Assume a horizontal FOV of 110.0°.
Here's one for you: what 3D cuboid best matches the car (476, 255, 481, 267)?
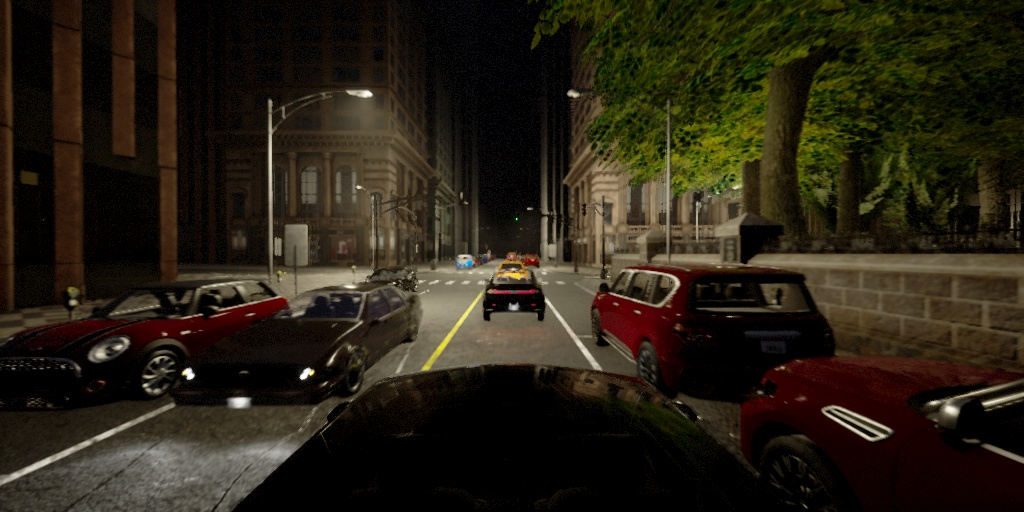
[{"bbox_3d":[-5.813,0.828,49.310,1.967,1.591,4.097,0,0,0],"label":"car"}]

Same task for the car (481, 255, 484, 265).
[{"bbox_3d":[-5.819,0.896,54.750,1.888,1.381,4.507,0,0,0],"label":"car"}]

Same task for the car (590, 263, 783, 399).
[{"bbox_3d":[2.761,1.028,6.186,2.192,1.841,5.009,0,0,0],"label":"car"}]

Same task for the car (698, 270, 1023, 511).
[{"bbox_3d":[2.767,1.070,0.662,2.192,1.841,5.009,0,0,0],"label":"car"}]

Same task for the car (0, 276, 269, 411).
[{"bbox_3d":[-5.765,1.160,6.166,1.967,1.591,4.097,0,0,0],"label":"car"}]

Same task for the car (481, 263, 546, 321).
[{"bbox_3d":[0.060,1.159,12.061,2.128,1.511,4.902,0,0,0],"label":"car"}]

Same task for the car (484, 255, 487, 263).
[{"bbox_3d":[-5.825,0.880,60.192,1.948,1.339,4.313,0,0,0],"label":"car"}]

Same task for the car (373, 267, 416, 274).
[{"bbox_3d":[-5.777,1.196,17.213,1.948,1.339,4.313,0,0,0],"label":"car"}]

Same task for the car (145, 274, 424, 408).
[{"bbox_3d":[-3.097,1.261,6.728,2.033,1.411,5.357,0,0,0],"label":"car"}]

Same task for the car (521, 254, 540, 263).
[{"bbox_3d":[2.712,0.696,49.328,2.192,1.841,5.009,0,0,0],"label":"car"}]

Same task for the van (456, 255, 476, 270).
[{"bbox_3d":[-5.807,0.768,43.870,1.690,1.789,3.998,0,0,0],"label":"van"}]

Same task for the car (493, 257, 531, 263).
[{"bbox_3d":[-0.020,1.062,22.443,1.882,1.535,5.008,0,0,0],"label":"car"}]
